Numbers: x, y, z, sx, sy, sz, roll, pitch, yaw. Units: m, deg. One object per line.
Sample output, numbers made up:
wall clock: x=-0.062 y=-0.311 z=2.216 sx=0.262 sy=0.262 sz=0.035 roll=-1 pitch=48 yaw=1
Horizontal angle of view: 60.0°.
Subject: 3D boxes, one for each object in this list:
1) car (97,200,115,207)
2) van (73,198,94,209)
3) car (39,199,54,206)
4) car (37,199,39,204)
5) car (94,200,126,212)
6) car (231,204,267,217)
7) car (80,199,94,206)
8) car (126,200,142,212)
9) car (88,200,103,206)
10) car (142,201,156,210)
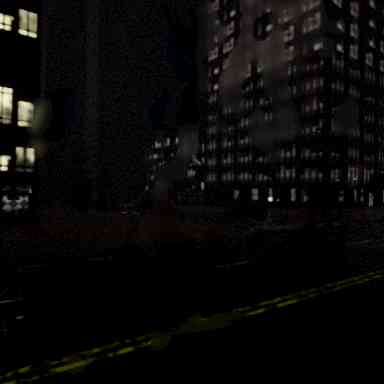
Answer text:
car: x=-17.417 y=2.321 z=67.156 sx=1.947 sy=1.339 sz=4.313 roll=1 pitch=-1 yaw=-36
van: x=-17.530 y=1.819 z=53.109 sx=1.690 sy=1.788 sz=3.998 roll=1 pitch=-1 yaw=-36
car: x=-30.842 y=2.277 z=71.326 sx=1.802 sy=1.307 sz=4.206 roll=1 pitch=-1 yaw=-36
car: x=-37.498 y=2.370 z=80.435 sx=1.947 sy=1.339 sz=4.313 roll=1 pitch=-1 yaw=-36
car: x=-10.873 y=1.807 z=43.999 sx=1.967 sy=1.590 sz=4.097 roll=1 pitch=-1 yaw=-36
car: x=5.988 y=1.921 z=35.342 sx=2.008 sy=1.369 sz=4.403 roll=1 pitch=-1 yaw=-36
car: x=-24.075 y=2.303 z=76.269 sx=1.967 sy=1.590 sz=4.097 roll=1 pitch=-1 yaw=-36
car: x=-9.333 y=1.906 z=46.314 sx=1.882 sy=1.535 sz=5.008 roll=1 pitch=-1 yaw=-36
car: x=-20.746 y=2.391 z=71.711 sx=1.802 sy=1.307 sz=4.206 roll=1 pitch=-1 yaw=-36
car: x=-7.431 y=2.156 z=53.488 sx=1.947 sy=1.339 sz=4.313 roll=1 pitch=-1 yaw=-36
